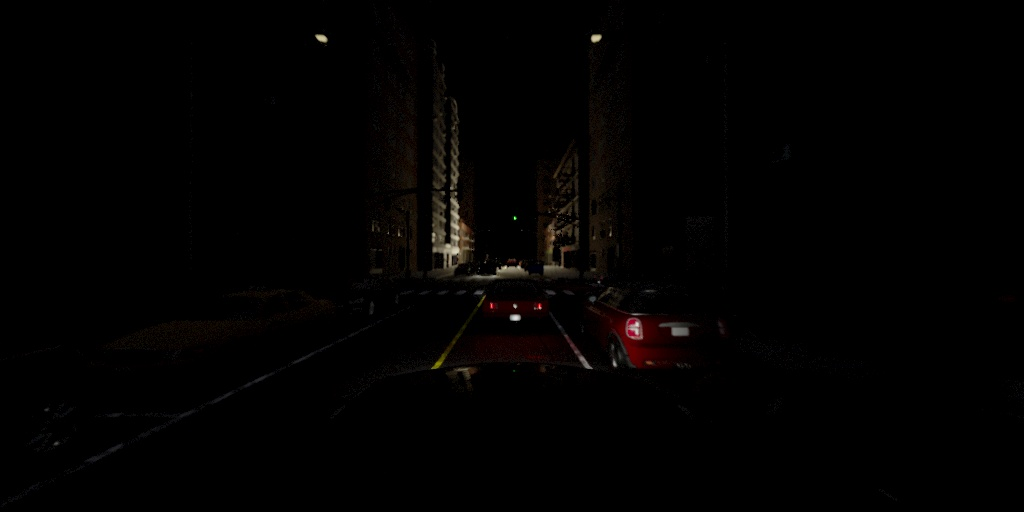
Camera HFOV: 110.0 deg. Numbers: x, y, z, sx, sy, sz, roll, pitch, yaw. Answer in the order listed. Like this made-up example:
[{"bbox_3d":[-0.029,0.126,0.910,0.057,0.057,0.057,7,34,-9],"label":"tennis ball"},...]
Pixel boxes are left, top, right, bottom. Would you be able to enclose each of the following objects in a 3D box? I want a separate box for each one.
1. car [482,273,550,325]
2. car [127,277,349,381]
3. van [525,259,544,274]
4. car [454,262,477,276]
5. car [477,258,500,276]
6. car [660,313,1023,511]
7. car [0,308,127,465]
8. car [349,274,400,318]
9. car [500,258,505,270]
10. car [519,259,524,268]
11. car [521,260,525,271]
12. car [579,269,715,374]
[{"bbox_3d":[0.097,1.403,11.997,1.895,1.301,4.718,0,0,0],"label":"car"},{"bbox_3d":[-5.388,1.305,7.368,1.751,1.417,4.829,0,0,0],"label":"car"},{"bbox_3d":[2.630,1.283,40.148,1.690,1.789,3.998,0,0,0],"label":"van"},{"bbox_3d":[-5.395,1.493,40.138,2.007,1.370,4.403,0,0,0],"label":"car"},{"bbox_3d":[-2.850,1.298,40.888,2.097,1.767,4.553,0,0,0],"label":"car"},{"bbox_3d":[2.638,1.334,2.030,1.802,1.307,4.207,0,0,0],"label":"car"},{"bbox_3d":[-5.387,1.192,2.021,1.967,1.591,4.097,0,0,0],"label":"car"},{"bbox_3d":[-5.390,1.358,13.057,2.007,1.370,4.403,0,0,0],"label":"car"},{"bbox_3d":[-2.806,1.257,58.555,2.150,2.045,5.566,0,-1,0],"label":"car"},{"bbox_3d":[2.626,1.634,62.874,1.802,1.307,4.207,0,0,0],"label":"car"},{"bbox_3d":[2.628,1.581,51.511,1.802,1.307,4.207,0,0,0],"label":"car"},{"bbox_3d":[2.637,1.219,7.549,1.967,1.591,4.097,0,0,0],"label":"car"}]
